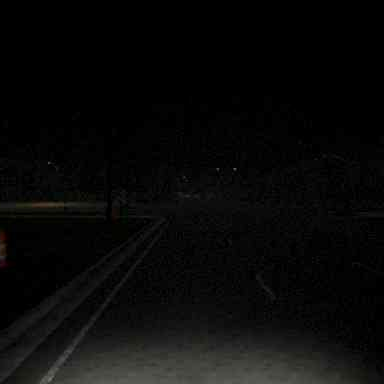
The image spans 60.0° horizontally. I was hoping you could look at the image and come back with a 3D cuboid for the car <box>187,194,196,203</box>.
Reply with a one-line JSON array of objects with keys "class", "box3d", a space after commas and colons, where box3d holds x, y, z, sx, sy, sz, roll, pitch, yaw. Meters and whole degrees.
[{"class": "car", "box3d": [-0.026, 1.648, 75.993, 1.882, 1.535, 5.008, 0, 0, 0]}]
